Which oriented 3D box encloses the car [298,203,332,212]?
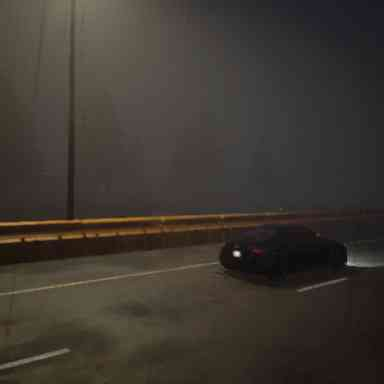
[{"bbox_3d":[13.992,1.926,36.713,4.181,1.385,1.994,1,0,-42],"label":"car"}]

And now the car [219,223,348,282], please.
[{"bbox_3d":[2.856,1.654,10.110,4.181,1.385,1.994,1,0,-35],"label":"car"}]

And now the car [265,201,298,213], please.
[{"bbox_3d":[10.869,1.872,38.598,4.674,1.442,1.812,1,0,-42],"label":"car"}]

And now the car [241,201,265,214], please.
[{"bbox_3d":[8.089,1.813,40.821,5.008,1.535,1.882,1,-1,-41],"label":"car"}]

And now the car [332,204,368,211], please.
[{"bbox_3d":[16.777,1.937,34.518,4.181,1.385,1.994,1,0,-42],"label":"car"}]
